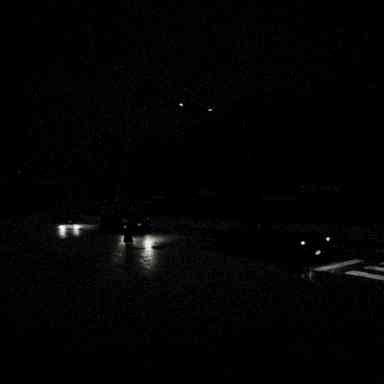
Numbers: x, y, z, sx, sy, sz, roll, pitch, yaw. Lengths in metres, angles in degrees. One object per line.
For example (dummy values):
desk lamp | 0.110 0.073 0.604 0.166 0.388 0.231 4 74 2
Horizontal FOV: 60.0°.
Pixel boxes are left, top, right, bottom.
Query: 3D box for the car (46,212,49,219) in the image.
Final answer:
car | -21.534 3.595 52.478 1.994 1.385 4.181 0 -2 -36

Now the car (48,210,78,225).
car | -14.373 2.960 37.500 1.895 1.301 4.718 0 -2 -35

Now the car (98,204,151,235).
car | -5.140 1.945 24.573 2.150 2.045 5.566 0 -2 -36

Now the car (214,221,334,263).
car | 3.026 1.838 13.198 1.895 1.301 4.718 0 -2 -36
